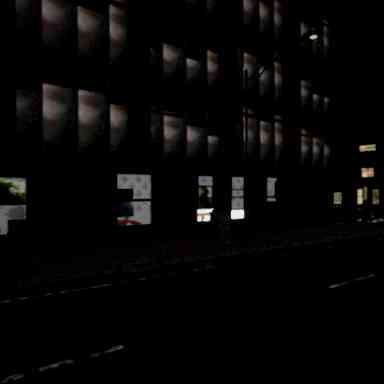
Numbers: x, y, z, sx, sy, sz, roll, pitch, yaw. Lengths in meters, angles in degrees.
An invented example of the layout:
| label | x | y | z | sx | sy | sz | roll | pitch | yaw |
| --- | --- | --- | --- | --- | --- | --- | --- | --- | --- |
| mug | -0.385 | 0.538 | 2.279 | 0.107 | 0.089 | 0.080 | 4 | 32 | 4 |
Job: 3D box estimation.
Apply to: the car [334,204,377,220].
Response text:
| label | x | y | z | sx | sy | sz | roll | pitch | yaw |
| --- | --- | --- | --- | --- | --- | --- | --- | --- | --- |
| car | 14.834 | 1.846 | 32.334 | 2.033 | 1.411 | 5.357 | -1 | -1 | -37 |
